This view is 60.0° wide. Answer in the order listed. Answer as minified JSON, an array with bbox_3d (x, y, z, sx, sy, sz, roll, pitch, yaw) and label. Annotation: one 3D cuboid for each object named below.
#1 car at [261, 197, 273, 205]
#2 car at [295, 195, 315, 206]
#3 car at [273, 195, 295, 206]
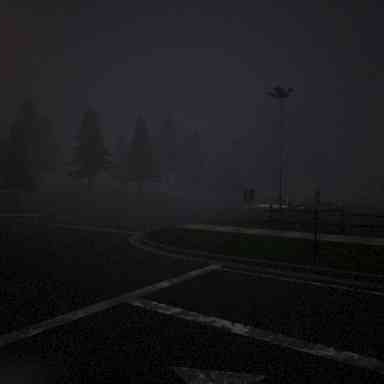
[{"bbox_3d":[14.057,1.548,58.914,2.033,1.411,5.357,0,0,35],"label":"car"},{"bbox_3d":[18.592,1.351,53.225,2.097,1.767,4.553,0,0,36],"label":"car"},{"bbox_3d":[15.729,1.351,55.238,2.097,1.767,4.553,0,0,36],"label":"car"}]
